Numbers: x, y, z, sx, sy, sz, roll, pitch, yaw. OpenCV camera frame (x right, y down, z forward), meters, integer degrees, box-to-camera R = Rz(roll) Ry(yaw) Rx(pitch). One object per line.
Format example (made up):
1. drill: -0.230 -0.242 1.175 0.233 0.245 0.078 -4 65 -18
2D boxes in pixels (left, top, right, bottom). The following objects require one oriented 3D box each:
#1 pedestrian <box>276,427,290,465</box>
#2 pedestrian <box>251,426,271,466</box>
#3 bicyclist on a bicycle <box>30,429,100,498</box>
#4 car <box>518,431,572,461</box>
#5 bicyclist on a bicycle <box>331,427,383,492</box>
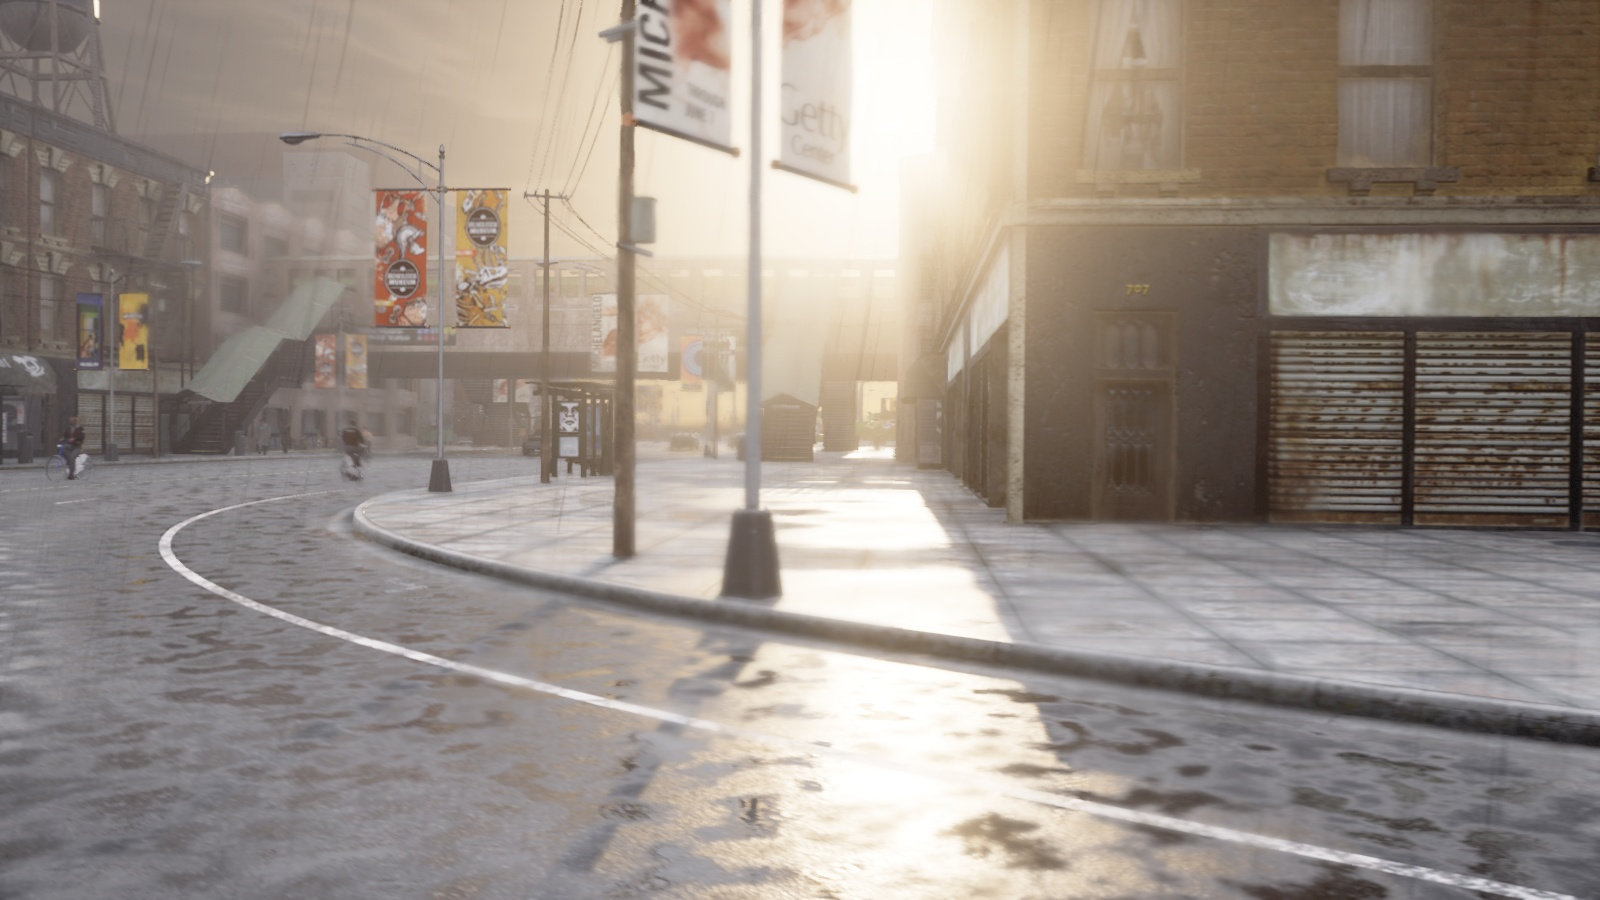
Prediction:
1. pedestrian: -26.730 -0.223 64.914 0.395 1.930 0.692 0 1 0
2. pedestrian: -26.757 -0.190 62.333 0.659 1.952 0.873 -1 1 -6
3. bicyclist on a bicycle: -19.587 0.337 33.492 0.659 1.776 1.843 0 1 4
4. car: -15.831 -0.286 78.127 2.097 1.767 4.553 0 1 5
5. bicyclist on a bicycle: -12.401 0.252 35.216 0.659 1.776 1.843 0 1 4
